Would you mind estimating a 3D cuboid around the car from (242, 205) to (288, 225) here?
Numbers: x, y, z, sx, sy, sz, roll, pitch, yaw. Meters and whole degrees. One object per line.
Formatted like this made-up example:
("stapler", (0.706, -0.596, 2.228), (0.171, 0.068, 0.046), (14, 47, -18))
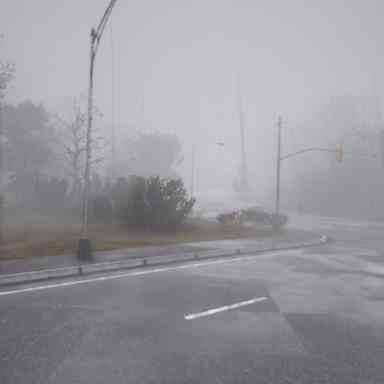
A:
("car", (6.260, 1.964, 28.994), (1.882, 1.535, 5.008), (2, 0, -25))
